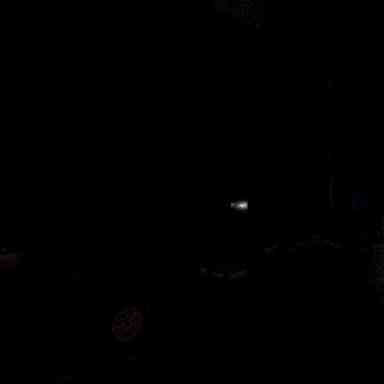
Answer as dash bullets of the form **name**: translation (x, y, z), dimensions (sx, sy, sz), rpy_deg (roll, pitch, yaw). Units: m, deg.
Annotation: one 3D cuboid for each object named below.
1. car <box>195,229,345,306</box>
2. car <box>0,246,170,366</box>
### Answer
- **car**: translation (2.024, 1.582, 7.986), dimensions (4.206, 1.307, 1.802), rpy_deg (0, 0, -36)
- **car**: translation (-2.470, 1.545, 4.772), dimensions (4.507, 1.381, 1.887), rpy_deg (0, 0, -36)
